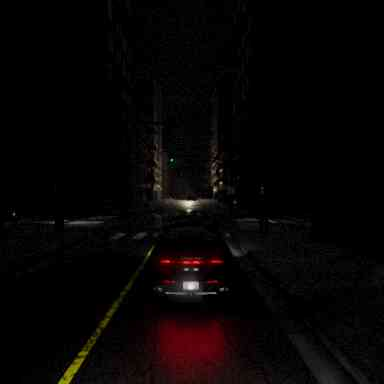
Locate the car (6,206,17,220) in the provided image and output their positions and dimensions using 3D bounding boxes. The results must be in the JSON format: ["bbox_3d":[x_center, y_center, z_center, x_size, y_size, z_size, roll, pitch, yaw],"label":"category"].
[{"bbox_3d":[-15.265,1.312,24.012,4.902,1.511,2.128,1,0,1],"label":"car"}]

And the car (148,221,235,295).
[{"bbox_3d":[-0.012,1.508,8.696,1.837,1.490,4.892,0,0,0],"label":"car"}]

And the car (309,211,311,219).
[{"bbox_3d":[12.303,1.723,27.468,5.008,1.535,1.882,1,0,0],"label":"car"}]

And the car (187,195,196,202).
[{"bbox_3d":[-0.161,1.493,82.368,2.097,1.767,4.553,0,0,0],"label":"car"}]
